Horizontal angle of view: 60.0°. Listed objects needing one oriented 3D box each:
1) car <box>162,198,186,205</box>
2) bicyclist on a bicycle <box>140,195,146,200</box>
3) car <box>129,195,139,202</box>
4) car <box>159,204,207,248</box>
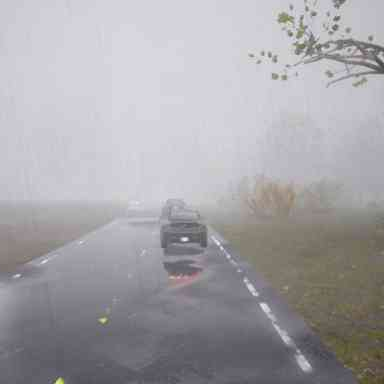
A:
[{"bbox_3d":[-1.574,1.333,29.758,2.097,1.767,4.553,0,0,-6],"label":"car"},{"bbox_3d":[-12.013,1.278,84.875,0.866,1.612,1.509,-1,0,-17],"label":"bicyclist on a bicycle"},{"bbox_3d":[-13.029,1.354,74.655,2.128,1.511,4.902,0,0,-15],"label":"car"},{"bbox_3d":[-0.395,1.501,14.758,1.837,1.490,4.892,0,0,-3],"label":"car"}]
